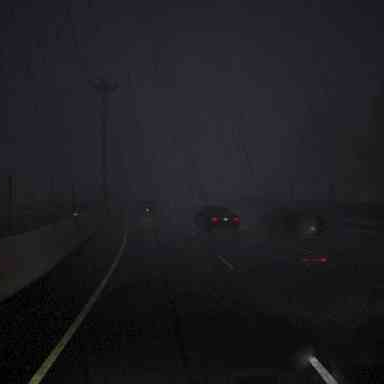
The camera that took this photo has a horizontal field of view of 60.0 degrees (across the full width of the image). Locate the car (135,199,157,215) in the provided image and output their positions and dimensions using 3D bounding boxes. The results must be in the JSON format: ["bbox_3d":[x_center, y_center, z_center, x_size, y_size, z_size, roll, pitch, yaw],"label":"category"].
[{"bbox_3d":[-4.569,1.482,33.161,1.837,1.490,4.892,0,-2,-11],"label":"car"}]

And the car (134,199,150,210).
[{"bbox_3d":[-6.723,1.579,44.628,1.895,1.301,4.718,0,0,-11],"label":"car"}]

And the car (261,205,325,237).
[{"bbox_3d":[5.269,1.496,18.009,1.837,1.490,4.892,0,0,-9],"label":"car"}]

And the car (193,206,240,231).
[{"bbox_3d":[1.360,1.537,20.437,2.033,1.411,5.357,0,0,-10],"label":"car"}]
